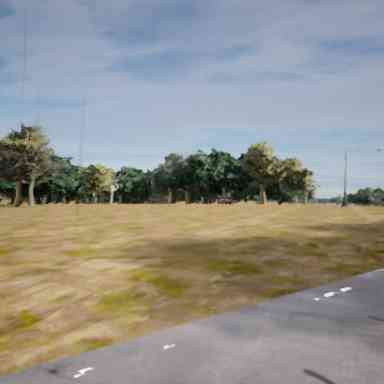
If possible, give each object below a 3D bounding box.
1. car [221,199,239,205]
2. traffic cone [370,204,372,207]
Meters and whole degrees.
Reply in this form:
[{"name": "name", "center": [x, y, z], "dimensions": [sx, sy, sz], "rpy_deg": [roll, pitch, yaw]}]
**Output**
[{"name": "car", "center": [10.504, 2.705, 92.136], "dimensions": [5.008, 1.535, 1.882], "rpy_deg": [-1, -3, 30]}, {"name": "traffic cone", "center": [31.590, 2.298, 58.734], "dimensions": [0.340, 0.580, 0.340], "rpy_deg": [2, -2, -10]}]
